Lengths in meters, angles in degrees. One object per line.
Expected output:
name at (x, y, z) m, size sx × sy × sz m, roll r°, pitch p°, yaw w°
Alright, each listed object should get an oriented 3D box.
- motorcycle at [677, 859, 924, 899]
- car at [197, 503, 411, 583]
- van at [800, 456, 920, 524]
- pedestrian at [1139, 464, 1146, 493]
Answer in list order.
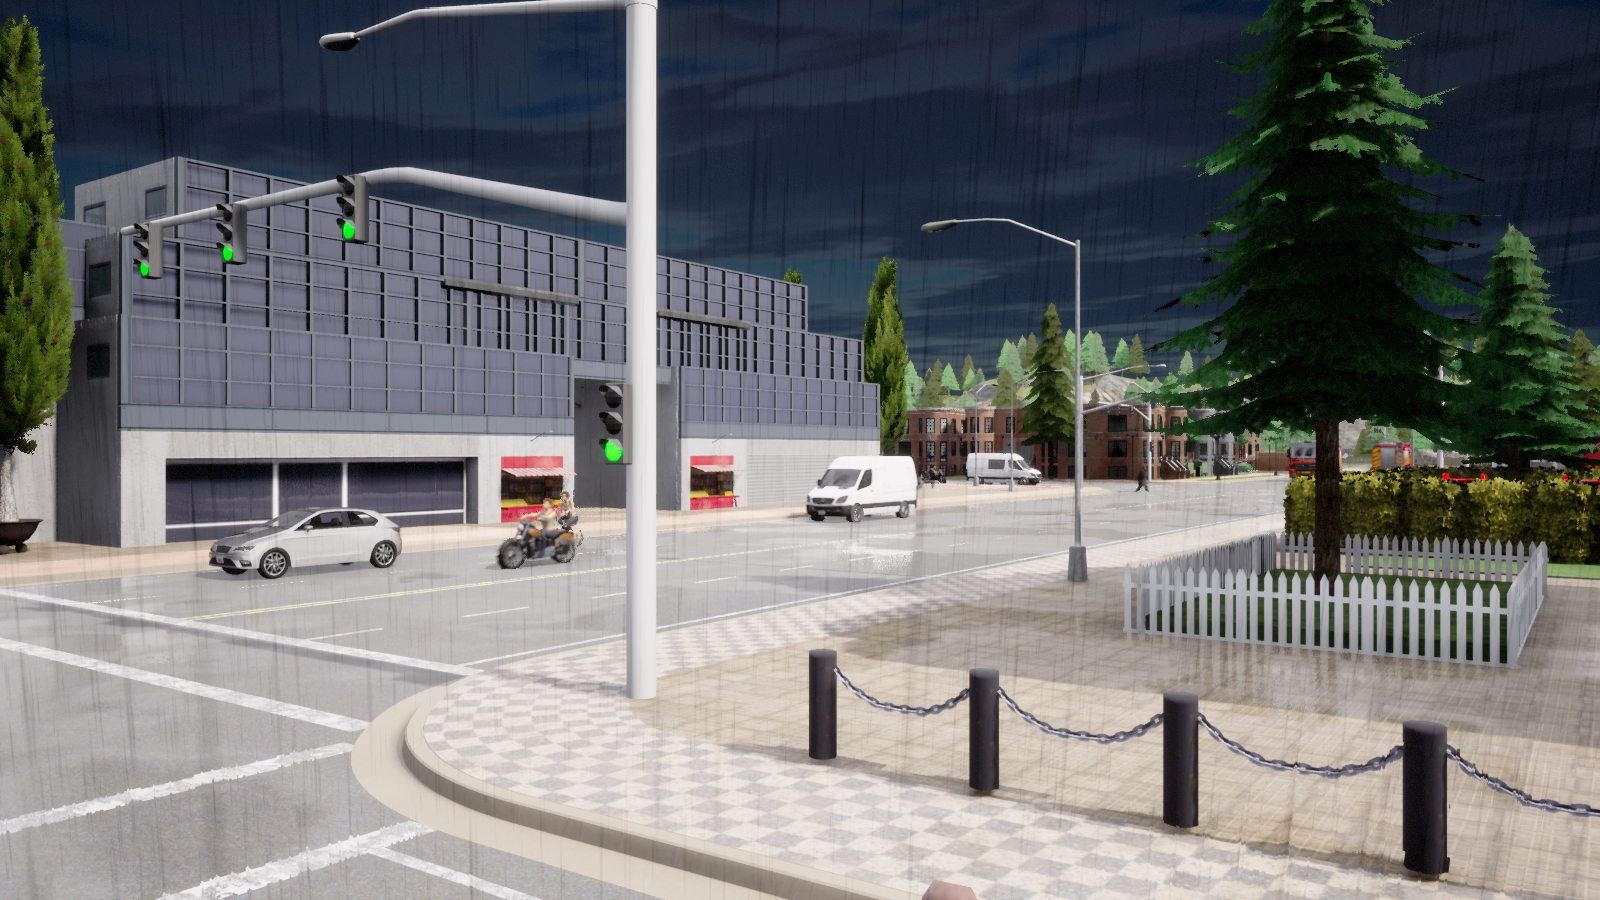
motorcycle at (0.509, 2.205, 3.428) m, size 2.209 × 1.251 × 0.867 m, roll 0°, pitch 0°, yaw 35°
car at (-11.323, 2.066, 26.349) m, size 1.816 × 1.474 × 4.193 m, roll 0°, pitch 0°, yaw 35°
van at (2.510, 1.536, 45.980) m, size 1.988 × 2.561 × 5.915 m, roll 0°, pitch 0°, yaw 35°
pedestrian at (22.413, 1.848, 74.694) m, size 0.375 × 1.860 × 0.375 m, roll 0°, pitch 0°, yaw 31°
